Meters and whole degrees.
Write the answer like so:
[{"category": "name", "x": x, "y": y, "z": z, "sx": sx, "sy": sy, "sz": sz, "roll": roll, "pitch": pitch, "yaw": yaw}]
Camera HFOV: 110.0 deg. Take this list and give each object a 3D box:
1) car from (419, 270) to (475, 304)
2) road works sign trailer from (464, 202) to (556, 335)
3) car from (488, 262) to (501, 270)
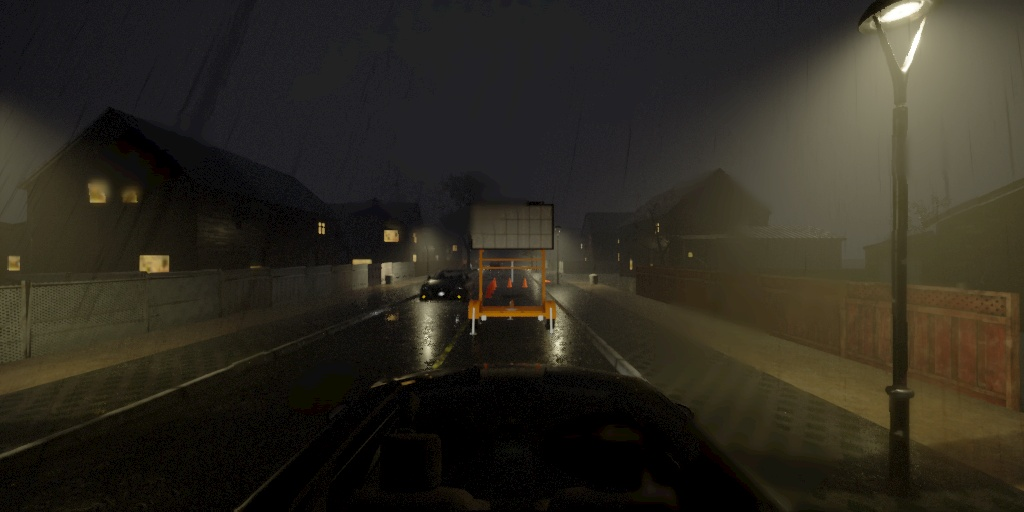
[{"category": "car", "x": -2.836, "y": 1.332, "z": 16.392, "sx": 1.994, "sy": 1.385, "sz": 4.181, "roll": 0, "pitch": 0, "yaw": 0}, {"category": "road works sign trailer", "x": 0.010, "y": 0.220, "z": 10.546, "sx": 2.380, "sy": 3.560, "sz": 2.880, "roll": 0, "pitch": 0, "yaw": 0}, {"category": "car", "x": -2.786, "y": 1.583, "z": 57.868, "sx": 1.895, "sy": 1.301, "sz": 4.718, "roll": 0, "pitch": 0, "yaw": 0}]
